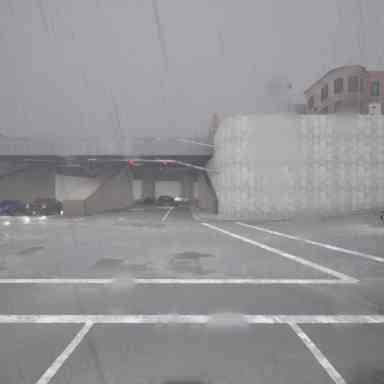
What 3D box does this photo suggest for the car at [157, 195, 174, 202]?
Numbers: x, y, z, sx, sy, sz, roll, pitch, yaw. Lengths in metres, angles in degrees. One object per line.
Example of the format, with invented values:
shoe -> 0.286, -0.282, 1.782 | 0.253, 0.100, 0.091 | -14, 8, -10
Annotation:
car -> -5.945, 1.500, 75.392 | 1.837, 1.490, 4.892 | 0, 0, 24

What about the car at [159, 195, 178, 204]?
car -> -4.573, 1.491, 65.123 | 2.128, 1.511, 4.902 | 0, 0, 4

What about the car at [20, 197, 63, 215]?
car -> -14.844, 1.352, 33.386 | 2.097, 1.767, 4.553 | 0, 0, -2

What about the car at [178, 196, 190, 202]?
car -> -2.265, 1.524, 75.136 | 1.812, 1.442, 4.674 | 0, 0, 28

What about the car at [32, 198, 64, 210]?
car -> -18.613, 1.547, 43.286 | 2.033, 1.411, 5.357 | 0, 0, -2

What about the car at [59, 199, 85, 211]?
car -> -15.077, 1.564, 41.992 | 1.994, 1.385, 4.181 | 0, 0, -2

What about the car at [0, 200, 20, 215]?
car -> -18.356, 1.526, 33.706 | 1.812, 1.442, 4.674 | 0, 0, -2

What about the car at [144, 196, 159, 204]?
car -> -8.093, 1.547, 64.960 | 2.033, 1.411, 5.357 | 0, 0, 4

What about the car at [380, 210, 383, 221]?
car -> 12.789, 0.873, 18.181 | 4.674, 1.442, 1.812 | -7, 0, -1
